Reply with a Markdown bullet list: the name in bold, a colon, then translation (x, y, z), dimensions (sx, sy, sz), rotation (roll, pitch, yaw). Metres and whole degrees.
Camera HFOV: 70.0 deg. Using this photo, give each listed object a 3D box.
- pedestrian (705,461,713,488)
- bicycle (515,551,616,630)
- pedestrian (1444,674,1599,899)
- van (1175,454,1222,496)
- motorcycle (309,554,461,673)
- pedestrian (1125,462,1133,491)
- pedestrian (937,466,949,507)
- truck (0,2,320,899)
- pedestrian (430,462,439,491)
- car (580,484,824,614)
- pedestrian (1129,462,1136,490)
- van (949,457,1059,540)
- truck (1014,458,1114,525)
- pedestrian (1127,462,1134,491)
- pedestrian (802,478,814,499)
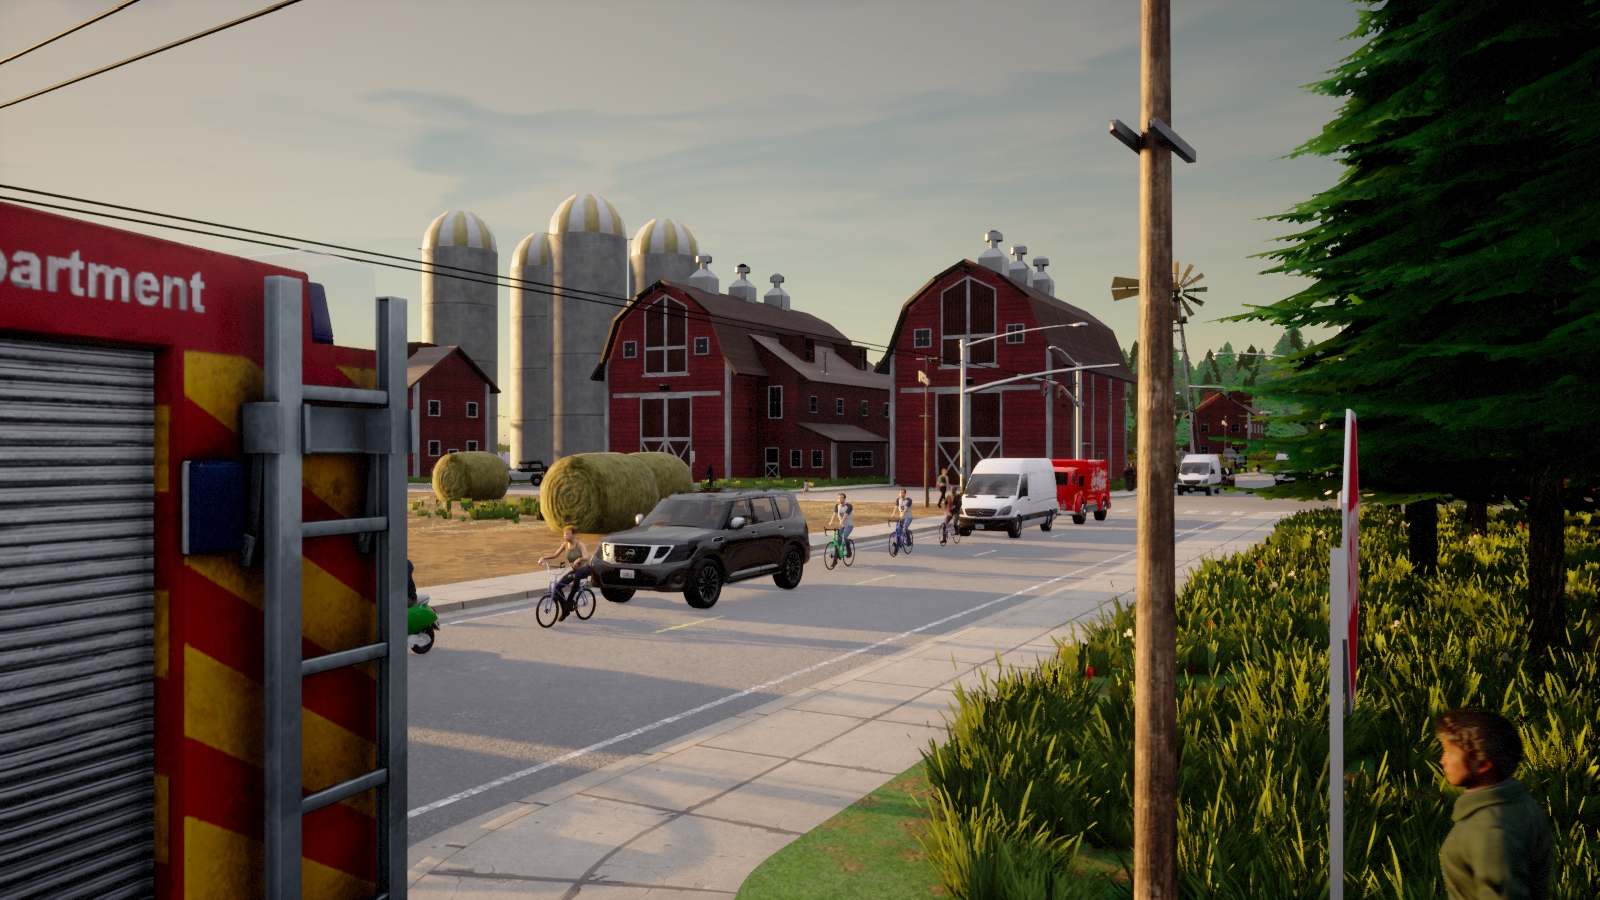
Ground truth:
- **pedestrian**: translation (-6.168, 1.668, 77.427), dimensions (0.375, 1.860, 0.375), rotation (0, 0, 31)
- **bicycle**: translation (-3.794, 2.256, 18.602), dimensions (0.859, 1.080, 1.487), rotation (0, 0, 28)
- **pedestrian**: translation (2.198, 1.663, 3.474), dimensions (0.375, 1.860, 0.375), rotation (0, 0, 37)
- **van**: translation (25.688, 1.534, 73.536), dimensions (1.988, 2.561, 5.915), rotation (0, 0, 28)
- **motorcycle**: translation (-5.532, 2.142, 15.331), dimensions (0.856, 1.316, 1.805), rotation (0, 0, 28)
- **pedestrian**: translation (21.083, 1.695, 73.226), dimensions (0.375, 1.860, 0.375), rotation (0, 0, 32)
- **pedestrian**: translation (6.515, 1.674, 52.056), dimensions (0.375, 1.860, 0.375), rotation (0, 0, 35)
- **truck**: translation (-6.006, 0.867, 3.754), dimensions (8.468, 3.827, 2.891), rotation (0, 0, 20)
- **pedestrian**: translation (-23.416, 1.670, 73.195), dimensions (0.375, 1.860, 0.375), rotation (0, 0, 29)
- **car**: translation (-1.721, 1.779, 22.447), dimensions (2.150, 2.045, 5.566), rotation (0, 0, 27)
- **pedestrian**: translation (21.695, 1.694, 74.483), dimensions (0.375, 1.860, 0.375), rotation (0, 0, 27)
- **van**: translation (7.075, 1.534, 38.959), dimensions (1.988, 2.561, 5.915), rotation (0, 0, 28)
- **truck**: translation (10.571, 1.568, 45.383), dimensions (2.627, 2.467, 5.204), rotation (0, 0, 28)
- **pedestrian**: translation (21.364, 1.696, 73.846), dimensions (0.375, 1.860, 0.375), rotation (0, 0, 17)
- **pedestrian**: translation (0.417, 2.051, 61.384), dimensions (0.500, 1.100, 0.500), rotation (0, 0, 27)
